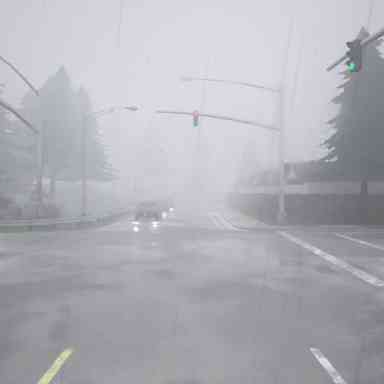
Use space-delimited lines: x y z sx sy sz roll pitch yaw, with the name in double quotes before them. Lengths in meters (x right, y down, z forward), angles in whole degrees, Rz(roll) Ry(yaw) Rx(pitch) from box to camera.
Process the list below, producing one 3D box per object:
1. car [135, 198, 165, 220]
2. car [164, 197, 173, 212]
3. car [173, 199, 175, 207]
"car" -3.603 1.505 28.038 1.837 1.490 4.892 0 0 0
"car" -3.599 1.564 37.952 1.994 1.385 4.181 0 0 0
"car" -3.515 1.504 48.307 1.837 1.490 4.892 0 0 2
